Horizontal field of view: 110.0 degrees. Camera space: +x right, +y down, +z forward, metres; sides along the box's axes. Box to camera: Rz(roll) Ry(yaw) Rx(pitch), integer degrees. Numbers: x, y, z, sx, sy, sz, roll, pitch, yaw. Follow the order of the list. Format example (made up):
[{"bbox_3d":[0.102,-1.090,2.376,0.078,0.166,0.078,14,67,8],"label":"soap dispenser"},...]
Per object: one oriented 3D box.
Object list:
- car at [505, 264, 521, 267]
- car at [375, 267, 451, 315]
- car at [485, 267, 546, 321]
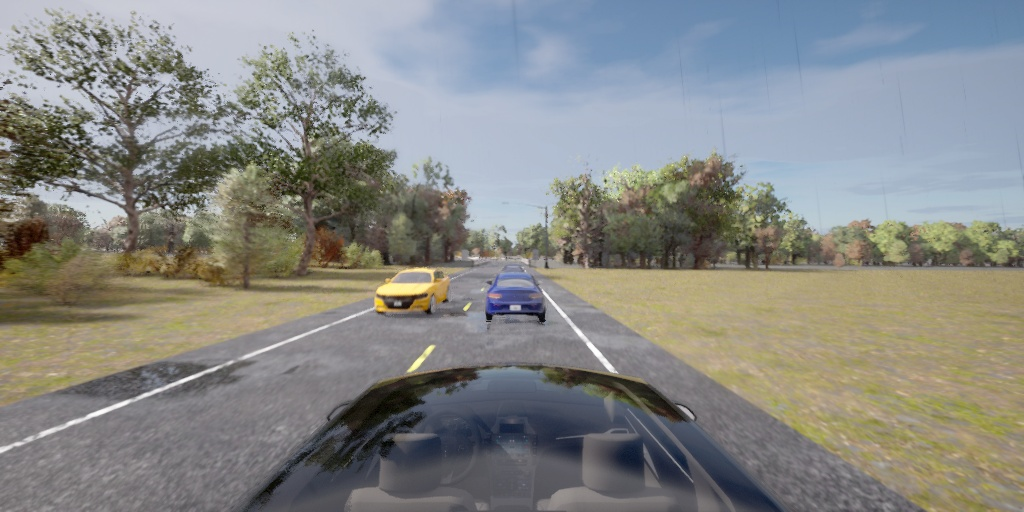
[{"bbox_3d":[0.089,1.311,28.522,1.994,1.385,4.181,0,0,0],"label":"car"},{"bbox_3d":[-3.603,1.226,13.793,1.882,1.535,5.008,0,0,0],"label":"car"},{"bbox_3d":[0.097,1.274,12.264,1.812,1.442,4.674,0,0,0],"label":"car"}]
